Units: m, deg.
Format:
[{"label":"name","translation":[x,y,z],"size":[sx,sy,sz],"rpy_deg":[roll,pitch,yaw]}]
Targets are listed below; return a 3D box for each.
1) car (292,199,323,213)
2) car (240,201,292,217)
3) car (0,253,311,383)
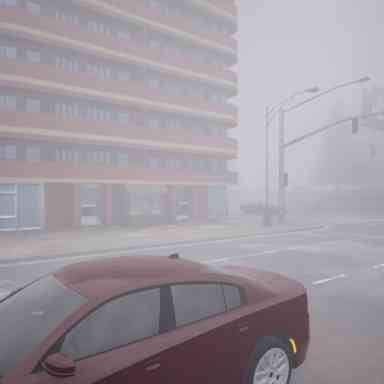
[{"label":"car","translation":[12.095,1.477,37.130],"size":[1.882,1.535,5.008],"rpy_deg":[0,0,-36]},{"label":"car","translation":[6.884,1.601,32.055],"size":[1.895,1.301,4.718],"rpy_deg":[0,0,-36]},{"label":"car","translation":[-0.881,1.478,3.363],"size":[5.008,1.535,1.882],"rpy_deg":[0,0,-36]}]
